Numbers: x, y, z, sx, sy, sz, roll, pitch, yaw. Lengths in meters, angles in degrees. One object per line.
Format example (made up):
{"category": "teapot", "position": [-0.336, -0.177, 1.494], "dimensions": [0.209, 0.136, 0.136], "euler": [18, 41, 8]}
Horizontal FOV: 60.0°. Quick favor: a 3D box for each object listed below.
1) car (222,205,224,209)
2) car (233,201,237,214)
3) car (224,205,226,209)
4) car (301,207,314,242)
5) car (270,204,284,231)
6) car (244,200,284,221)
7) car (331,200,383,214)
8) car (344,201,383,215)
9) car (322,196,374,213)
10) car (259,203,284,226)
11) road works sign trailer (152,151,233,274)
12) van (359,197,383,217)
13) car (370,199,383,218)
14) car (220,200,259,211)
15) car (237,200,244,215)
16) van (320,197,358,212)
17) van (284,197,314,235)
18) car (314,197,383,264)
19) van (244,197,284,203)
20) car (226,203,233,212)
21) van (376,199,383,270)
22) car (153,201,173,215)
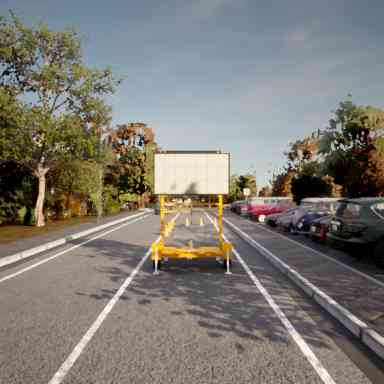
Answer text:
{"category": "car", "position": [7.143, 1.926, 46.316], "dimensions": [4.892, 1.521, 2.231], "euler": [0, -1, 0]}
{"category": "car", "position": [7.145, 1.786, 35.220], "dimensions": [4.792, 1.488, 2.163], "euler": [0, -1, 0]}
{"category": "car", "position": [7.138, 1.874, 43.545], "dimensions": [5.008, 1.535, 2.097], "euler": [0, -1, 0]}
{"category": "car", "position": [7.100, 1.501, 13.007], "dimensions": [4.792, 1.488, 2.163], "euler": [0, 0, 0]}
{"category": "car", "position": [7.085, 1.583, 18.565], "dimensions": [4.674, 1.452, 2.002], "euler": [0, -1, 0]}
{"category": "car", "position": [7.104, 1.649, 26.893], "dimensions": [5.008, 1.535, 2.097], "euler": [0, -1, 0]}
{"category": "car", "position": [20.021, 1.823, 40.528], "dimensions": [5.366, 1.575, 1.946], "euler": [0, -1, 0]}
{"category": "car", "position": [20.194, 1.789, 37.761], "dimensions": [4.892, 1.521, 2.231], "euler": [0, -1, 0]}
{"category": "car", "position": [20.239, 1.616, 43.300], "dimensions": [5.566, 2.045, 2.435], "euler": [0, -1, 0]}
{"category": "car", "position": [7.058, 1.608, 21.342], "dimensions": [4.792, 1.488, 2.163], "euler": [0, -1, 0]}
{"category": "road works sign trailer", "position": [-0.015, 0.492, 10.602], "dimensions": [2.380, 3.560, 2.880], "euler": [0, 0, -1]}
{"category": "van", "position": [20.311, 1.527, 34.993], "dimensions": [4.442, 1.987, 1.878], "euler": [0, -1, 0]}
{"category": "car", "position": [20.158, 1.591, 32.223], "dimensions": [4.553, 1.767, 2.185], "euler": [0, -1, 0]}
{"category": "car", "position": [6.958, 1.981, 49.085], "dimensions": [5.366, 1.575, 1.946], "euler": [0, -1, 0]}
{"category": "car", "position": [7.112, 1.761, 32.445], "dimensions": [4.674, 1.452, 2.002], "euler": [0, -1, 0]}
{"category": "van", "position": [20.335, 1.695, 46.191], "dimensions": [4.442, 1.987, 1.878], "euler": [0, -1, 0]}
{"category": "van", "position": [6.960, 1.281, 15.792], "dimensions": [4.442, 1.987, 1.878], "euler": [0, -1, 0]}
{"category": "car", "position": [7.094, 1.200, 10.256], "dimensions": [5.566, 2.045, 2.435], "euler": [0, 0, 0]}
{"category": "van", "position": [7.221, 1.460, 29.672], "dimensions": [4.442, 1.987, 1.878], "euler": [0, -1, 0]}
{"category": "car", "position": [7.093, 1.541, 38.000], "dimensions": [5.566, 2.045, 2.435], "euler": [0, -1, 0]}
{"category": "van", "position": [6.943, 1.234, 7.480], "dimensions": [4.442, 1.987, 1.878], "euler": [0, 0, 0]}
{"category": "car", "position": [-3.209, 1.797, 37.422], "dimensions": [2.128, 1.511, 4.902], "euler": [0, -1, 0]}
